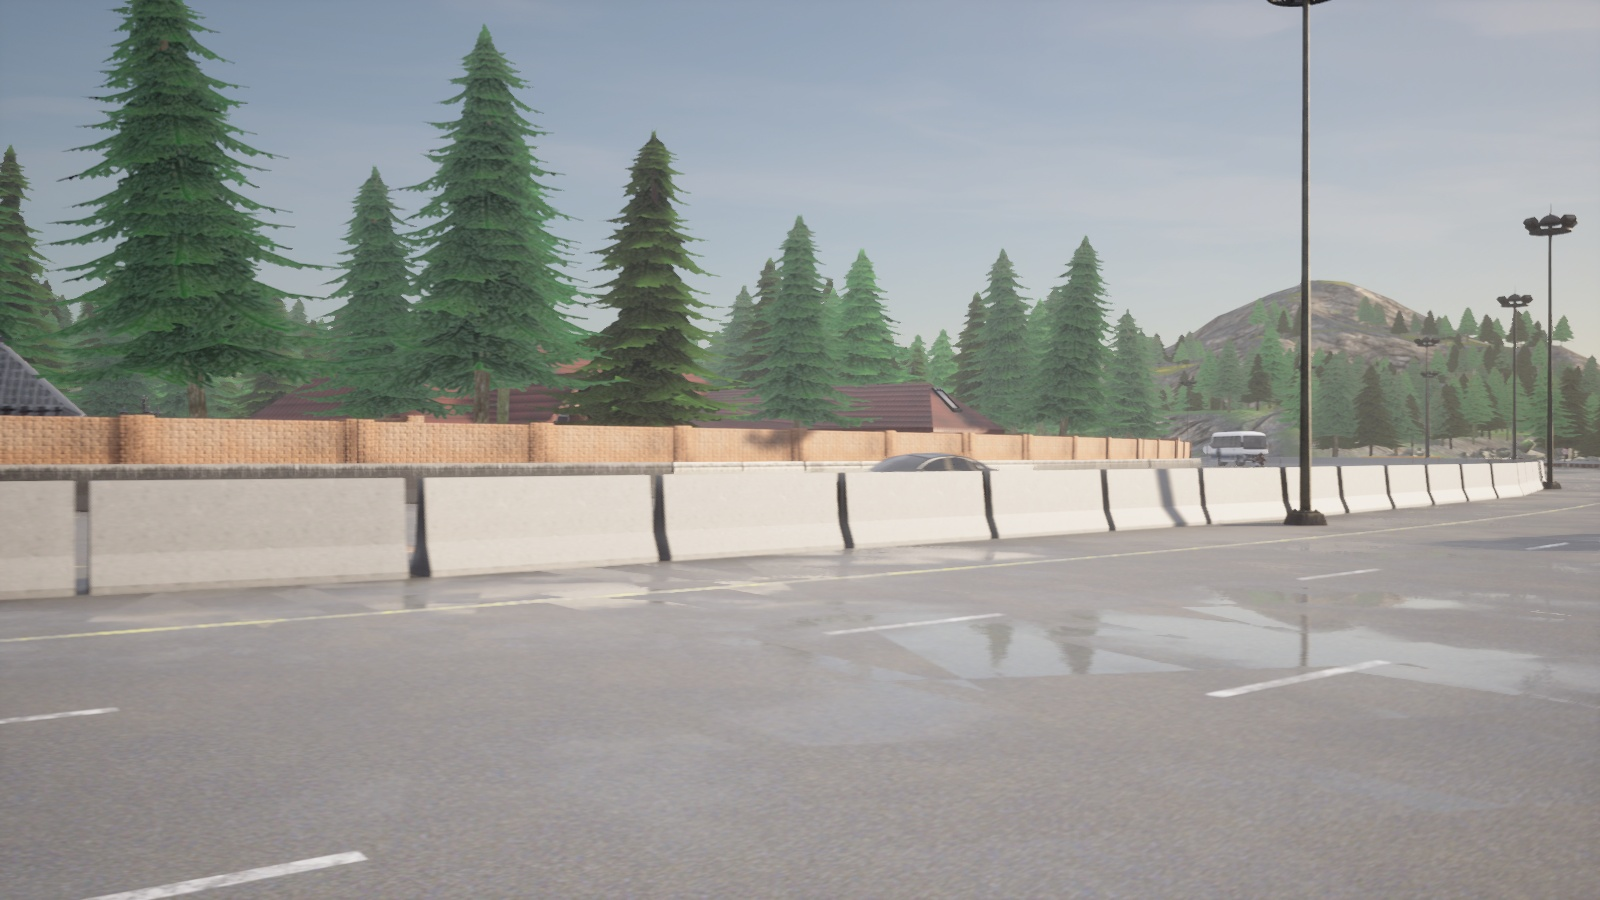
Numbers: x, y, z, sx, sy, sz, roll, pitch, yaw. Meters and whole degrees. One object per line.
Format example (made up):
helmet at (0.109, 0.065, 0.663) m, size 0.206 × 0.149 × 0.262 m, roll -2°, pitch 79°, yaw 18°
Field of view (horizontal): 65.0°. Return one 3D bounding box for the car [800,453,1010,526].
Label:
car at (2.430, 0.821, 28.145) m, size 4.892 × 1.490 × 1.837 m, roll 0°, pitch 0°, yaw -42°
